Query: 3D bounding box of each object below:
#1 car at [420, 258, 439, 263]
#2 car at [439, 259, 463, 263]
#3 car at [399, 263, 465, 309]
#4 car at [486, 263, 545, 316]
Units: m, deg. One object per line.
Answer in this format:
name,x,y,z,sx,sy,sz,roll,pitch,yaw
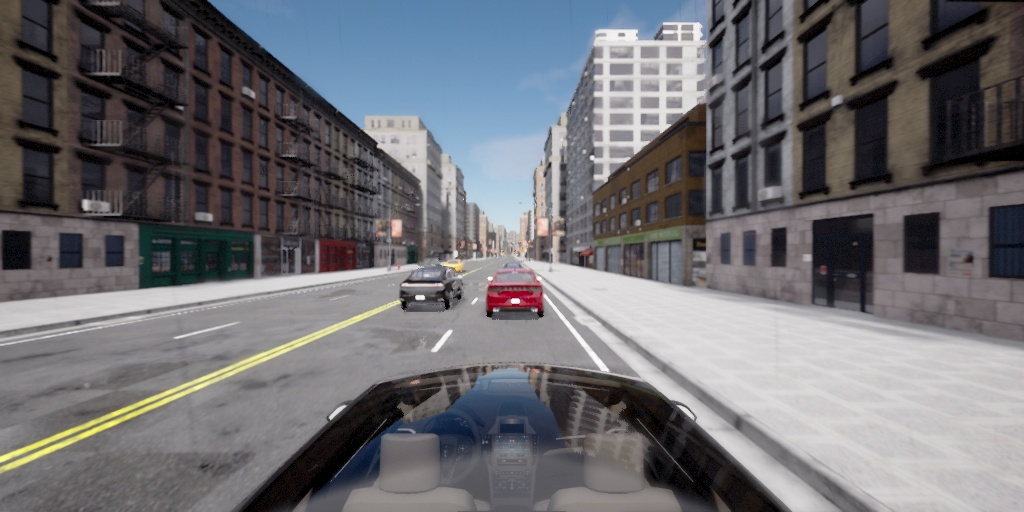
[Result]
car,-9.818,1.020,42.754,2.097,1.767,4.553,0,0,0
car,-6.578,1.150,40.946,1.882,1.535,5.008,0,0,0
car,-3.152,1.214,14.763,2.128,1.511,4.902,0,0,0
car,0.101,1.204,13.297,1.882,1.535,5.008,0,0,0
